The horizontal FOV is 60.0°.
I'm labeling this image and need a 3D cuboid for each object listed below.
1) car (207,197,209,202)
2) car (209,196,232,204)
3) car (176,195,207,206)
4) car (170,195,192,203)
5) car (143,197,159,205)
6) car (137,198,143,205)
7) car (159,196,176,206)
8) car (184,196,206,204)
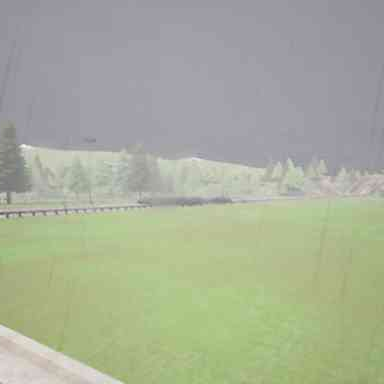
[{"bbox_3d":[3.473,1.664,66.420,1.895,1.301,4.718,0,0,35],"label":"car"},{"bbox_3d":[5.852,1.561,63.713,1.837,1.490,4.892,0,0,35],"label":"car"},{"bbox_3d":[-0.091,1.561,55.119,1.837,1.490,4.892,0,0,35],"label":"car"},{"bbox_3d":[-2.284,1.462,70.402,1.882,1.535,5.008,0,0,35],"label":"car"},{"bbox_3d":[-5.781,1.561,59.195,2.128,1.511,4.902,0,0,35],"label":"car"},{"bbox_3d":[-8.234,1.639,61.787,1.994,1.385,4.181,0,0,35],"label":"car"},{"bbox_3d":[-2.888,1.568,57.225,1.837,1.490,4.892,0,0,35],"label":"car"},{"bbox_3d":[0.586,1.547,68.398,2.128,1.511,4.902,0,0,35],"label":"car"}]
